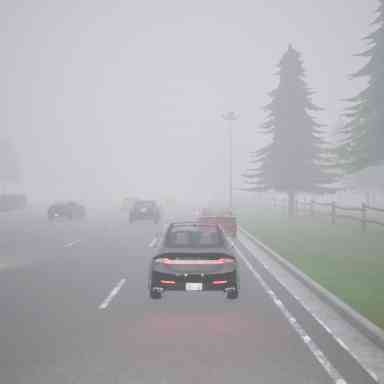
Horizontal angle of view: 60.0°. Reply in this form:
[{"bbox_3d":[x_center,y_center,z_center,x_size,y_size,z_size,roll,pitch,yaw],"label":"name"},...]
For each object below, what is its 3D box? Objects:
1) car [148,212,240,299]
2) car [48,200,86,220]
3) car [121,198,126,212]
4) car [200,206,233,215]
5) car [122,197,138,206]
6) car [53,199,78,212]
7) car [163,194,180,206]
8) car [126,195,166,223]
[{"bbox_3d":[0.057,1.492,8.419,2.128,1.511,4.902,0,0,0],"label":"car"},{"bbox_3d":[-10.383,1.505,27.888,1.837,1.490,4.892,0,0,0],"label":"car"},{"bbox_3d":[-6.877,1.352,38.934,2.097,1.767,4.553,0,0,0],"label":"car"},{"bbox_3d":[1.235,1.478,17.760,1.882,1.535,5.008,0,0,0],"label":"car"},{"bbox_3d":[-10.367,1.601,55.850,1.895,1.301,4.718,0,0,0],"label":"car"},{"bbox_3d":[-15.019,1.601,39.692,1.895,1.301,4.718,0,0,-10],"label":"car"},{"bbox_3d":[-3.368,1.477,54.250,1.882,1.535,5.008,0,0,0],"label":"car"},{"bbox_3d":[-3.385,1.351,25.391,2.097,1.767,4.553,0,0,0],"label":"car"}]
